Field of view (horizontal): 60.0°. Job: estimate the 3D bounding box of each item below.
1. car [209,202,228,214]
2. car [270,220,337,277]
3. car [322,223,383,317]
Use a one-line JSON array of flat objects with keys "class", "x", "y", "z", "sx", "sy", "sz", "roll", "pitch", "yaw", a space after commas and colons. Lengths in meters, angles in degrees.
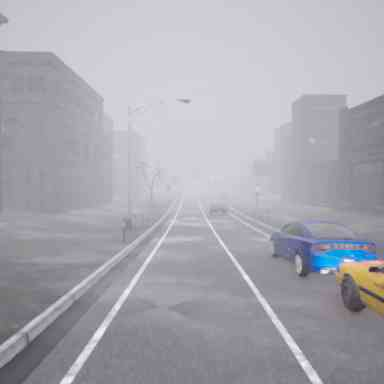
[{"class": "car", "x": 2.896, "y": 1.779, "z": 37.505, "sx": 1.895, "sy": 1.301, "sz": 4.718, "roll": 0, "pitch": 0, "yaw": 0}, {"class": "car", "x": 3.895, "y": 1.629, "z": 10.753, "sx": 1.882, "sy": 1.535, "sz": 5.008, "roll": 0, "pitch": -1, "yaw": 0}, {"class": "car", "x": 3.916, "y": 1.528, "z": 4.906, "sx": 1.801, "sy": 1.575, "sz": 5.366, "roll": 1, "pitch": -1, "yaw": 0}]
